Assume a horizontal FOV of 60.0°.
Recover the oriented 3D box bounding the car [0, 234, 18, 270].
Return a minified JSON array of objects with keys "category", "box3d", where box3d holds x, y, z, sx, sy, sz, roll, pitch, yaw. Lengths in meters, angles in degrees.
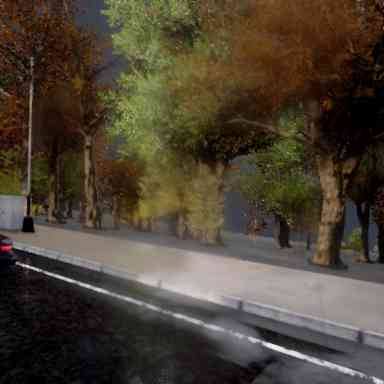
[{"category":"car","box3d":[-6.535,1.249,8.566,5.357,1.411,2.033,2,1,37]}]
